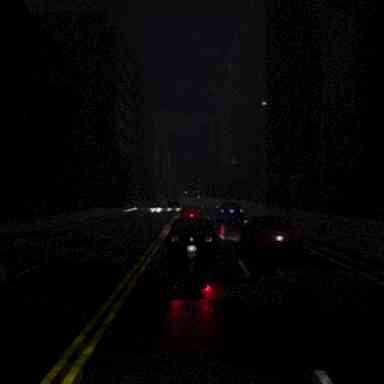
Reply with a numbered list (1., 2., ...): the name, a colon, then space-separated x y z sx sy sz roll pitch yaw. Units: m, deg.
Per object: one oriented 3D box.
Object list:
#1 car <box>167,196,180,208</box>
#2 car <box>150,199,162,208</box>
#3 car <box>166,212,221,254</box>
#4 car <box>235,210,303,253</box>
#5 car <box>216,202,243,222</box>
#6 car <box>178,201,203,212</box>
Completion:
1. car: -3.329 1.836 61.306 2.150 2.045 5.566 0 -1 1
2. car: -6.586 2.110 61.654 2.128 1.511 4.902 0 -1 1
3. car: -0.005 1.736 14.113 1.895 1.301 4.718 0 -1 0
4. car: 3.246 1.702 14.316 1.994 1.385 4.181 0 -1 0
5. car: 3.238 1.632 29.087 2.097 1.767 4.553 0 -1 0
6. car: -0.010 1.764 29.487 1.882 1.535 5.008 0 0 0
